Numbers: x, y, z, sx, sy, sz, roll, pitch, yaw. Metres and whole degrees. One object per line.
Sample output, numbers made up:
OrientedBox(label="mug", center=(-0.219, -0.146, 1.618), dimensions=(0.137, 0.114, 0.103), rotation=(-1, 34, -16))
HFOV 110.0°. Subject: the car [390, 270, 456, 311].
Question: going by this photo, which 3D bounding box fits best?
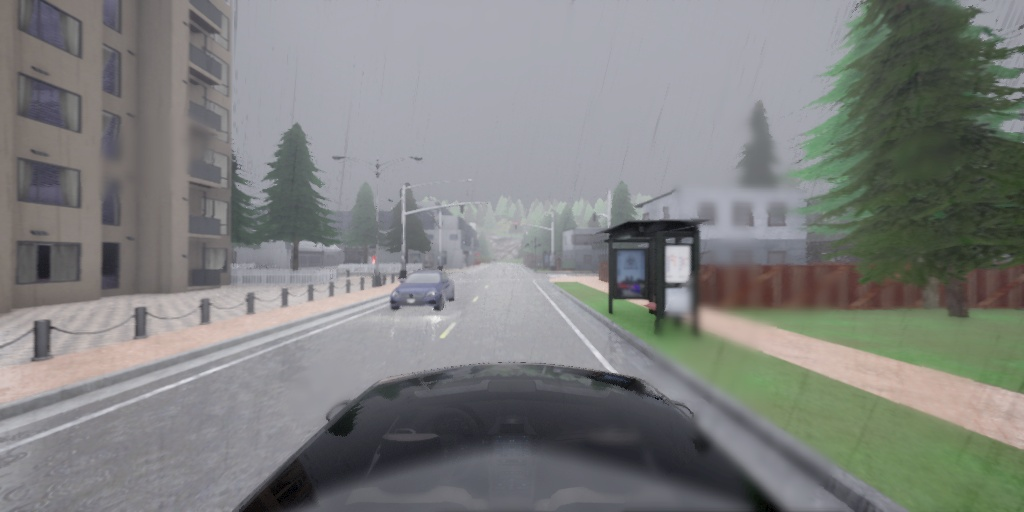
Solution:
OrientedBox(label="car", center=(-3.496, 1.324, 14.819), dimensions=(1.812, 1.442, 4.674), rotation=(0, 0, 0))
